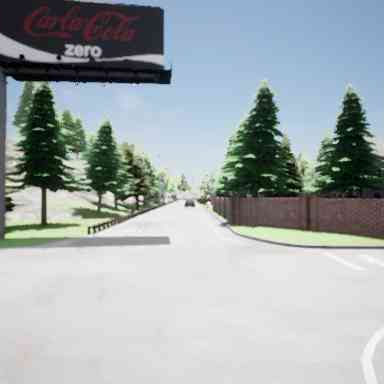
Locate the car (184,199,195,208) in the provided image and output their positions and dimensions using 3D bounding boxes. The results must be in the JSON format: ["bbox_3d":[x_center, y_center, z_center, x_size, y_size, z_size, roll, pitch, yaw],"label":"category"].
[{"bbox_3d":[-0.418,2.201,65.939,2.097,1.767,4.553,0,-1,0],"label":"car"}]
